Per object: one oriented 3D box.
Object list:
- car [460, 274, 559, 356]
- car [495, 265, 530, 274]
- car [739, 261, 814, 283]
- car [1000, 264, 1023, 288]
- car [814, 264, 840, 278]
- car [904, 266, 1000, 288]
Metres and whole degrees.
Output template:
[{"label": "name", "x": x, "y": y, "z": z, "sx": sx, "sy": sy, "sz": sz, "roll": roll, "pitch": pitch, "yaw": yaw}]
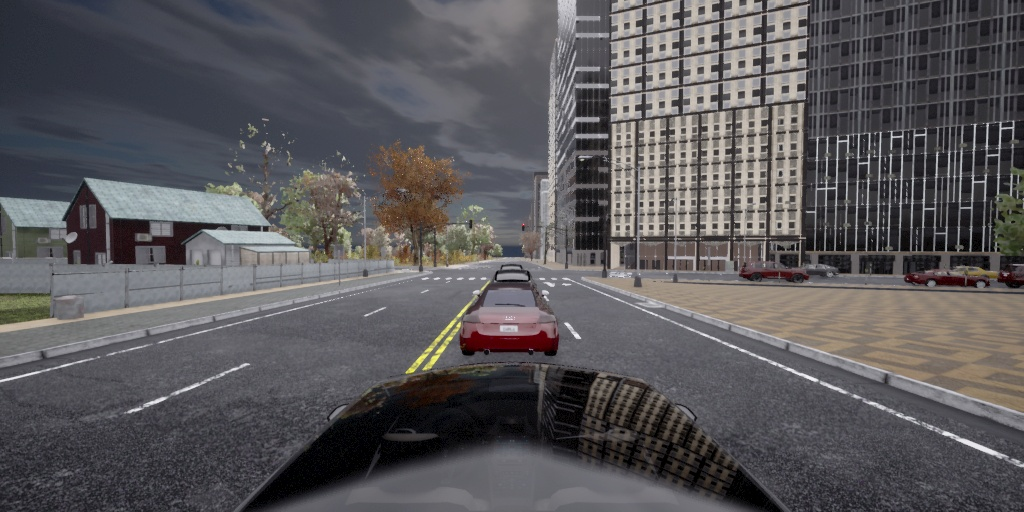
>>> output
[{"label": "car", "x": -0.033, "y": 1.311, "z": 8.630, "sx": 1.994, "sy": 1.385, "sz": 4.181, "roll": 0, "pitch": 0, "yaw": 1}, {"label": "car", "x": 0.028, "y": 1.251, "z": 14.016, "sx": 1.837, "sy": 1.490, "sz": 4.892, "roll": 0, "pitch": 0, "yaw": 0}, {"label": "car", "x": 22.975, "y": 1.394, "z": 31.707, "sx": 5.009, "sy": 1.841, "sz": 2.192, "roll": 0, "pitch": 0, "yaw": 20}, {"label": "car", "x": 38.951, "y": 1.531, "z": 25.880, "sx": 5.009, "sy": 1.841, "sz": 2.192, "roll": 0, "pitch": 0, "yaw": 20}, {"label": "car", "x": 31.001, "y": 1.469, "z": 37.165, "sx": 4.403, "sy": 1.370, "sz": 2.007, "roll": 0, "pitch": 0, "yaw": 20}, {"label": "car", "x": 33.626, "y": 1.716, "z": 27.822, "sx": 4.507, "sy": 1.381, "sz": 1.888, "roll": 0, "pitch": 0, "yaw": 20}]
